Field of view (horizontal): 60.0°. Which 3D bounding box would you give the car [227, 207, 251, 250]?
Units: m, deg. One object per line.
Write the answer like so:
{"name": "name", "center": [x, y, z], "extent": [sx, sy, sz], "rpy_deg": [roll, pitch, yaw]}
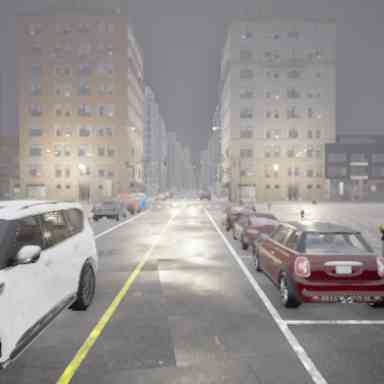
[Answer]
{"name": "car", "center": [2.643, 1.467, 13.411], "extent": [1.802, 1.307, 4.206], "rpy_deg": [0, 0, 0]}

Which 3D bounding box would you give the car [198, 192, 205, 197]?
{"name": "car", "center": [2.487, 0.604, 91.434], "extent": [1.752, 1.417, 4.829], "rpy_deg": [0, 1, 0]}

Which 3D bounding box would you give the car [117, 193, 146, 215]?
{"name": "car", "center": [-5.917, 1.059, 30.335], "extent": [2.192, 1.841, 5.009], "rpy_deg": [0, 0, 0]}

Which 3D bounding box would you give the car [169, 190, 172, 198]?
{"name": "car", "center": [-6.004, 0.805, 74.131], "extent": [1.752, 1.417, 4.829], "rpy_deg": [0, 1, 0]}

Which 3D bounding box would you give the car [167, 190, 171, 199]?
{"name": "car", "center": [-5.993, 0.906, 68.648], "extent": [1.947, 1.339, 4.313], "rpy_deg": [0, 1, 0]}

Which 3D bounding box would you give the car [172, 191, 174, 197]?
{"name": "car", "center": [-6.015, 0.741, 79.786], "extent": [1.752, 1.417, 4.829], "rpy_deg": [0, 1, 0]}

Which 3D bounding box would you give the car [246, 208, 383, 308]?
{"name": "car", "center": [2.655, 1.373, 7.770], "extent": [1.967, 1.590, 4.097], "rpy_deg": [0, 0, 0]}

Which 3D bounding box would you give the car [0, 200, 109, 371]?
{"name": "car", "center": [-3.005, 1.184, 4.715], "extent": [2.150, 2.045, 5.566], "rpy_deg": [0, 0, 0]}

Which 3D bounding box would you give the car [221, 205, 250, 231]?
{"name": "car", "center": [2.632, 1.381, 19.049], "extent": [1.887, 1.381, 4.507], "rpy_deg": [0, 0, 0]}

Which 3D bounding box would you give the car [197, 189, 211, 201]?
{"name": "car", "center": [2.545, 0.715, 62.980], "extent": [2.192, 1.841, 5.009], "rpy_deg": [0, 1, 0]}

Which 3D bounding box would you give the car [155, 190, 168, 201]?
{"name": "car", "center": [-5.981, 0.931, 62.822], "extent": [1.752, 1.417, 4.829], "rpy_deg": [0, 1, 0]}

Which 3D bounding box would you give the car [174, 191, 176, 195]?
{"name": "car", "center": [-6.027, 0.464, 85.609], "extent": [2.192, 1.841, 5.009], "rpy_deg": [0, 1, 0]}

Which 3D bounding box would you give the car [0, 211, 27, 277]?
{"name": "car", "center": [-5.871, 1.377, 7.778], "extent": [1.967, 1.590, 4.097], "rpy_deg": [0, 0, 0]}

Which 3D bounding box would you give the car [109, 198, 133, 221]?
{"name": "car", "center": [-5.905, 1.358, 24.697], "extent": [1.947, 1.339, 4.313], "rpy_deg": [0, 0, 0]}
